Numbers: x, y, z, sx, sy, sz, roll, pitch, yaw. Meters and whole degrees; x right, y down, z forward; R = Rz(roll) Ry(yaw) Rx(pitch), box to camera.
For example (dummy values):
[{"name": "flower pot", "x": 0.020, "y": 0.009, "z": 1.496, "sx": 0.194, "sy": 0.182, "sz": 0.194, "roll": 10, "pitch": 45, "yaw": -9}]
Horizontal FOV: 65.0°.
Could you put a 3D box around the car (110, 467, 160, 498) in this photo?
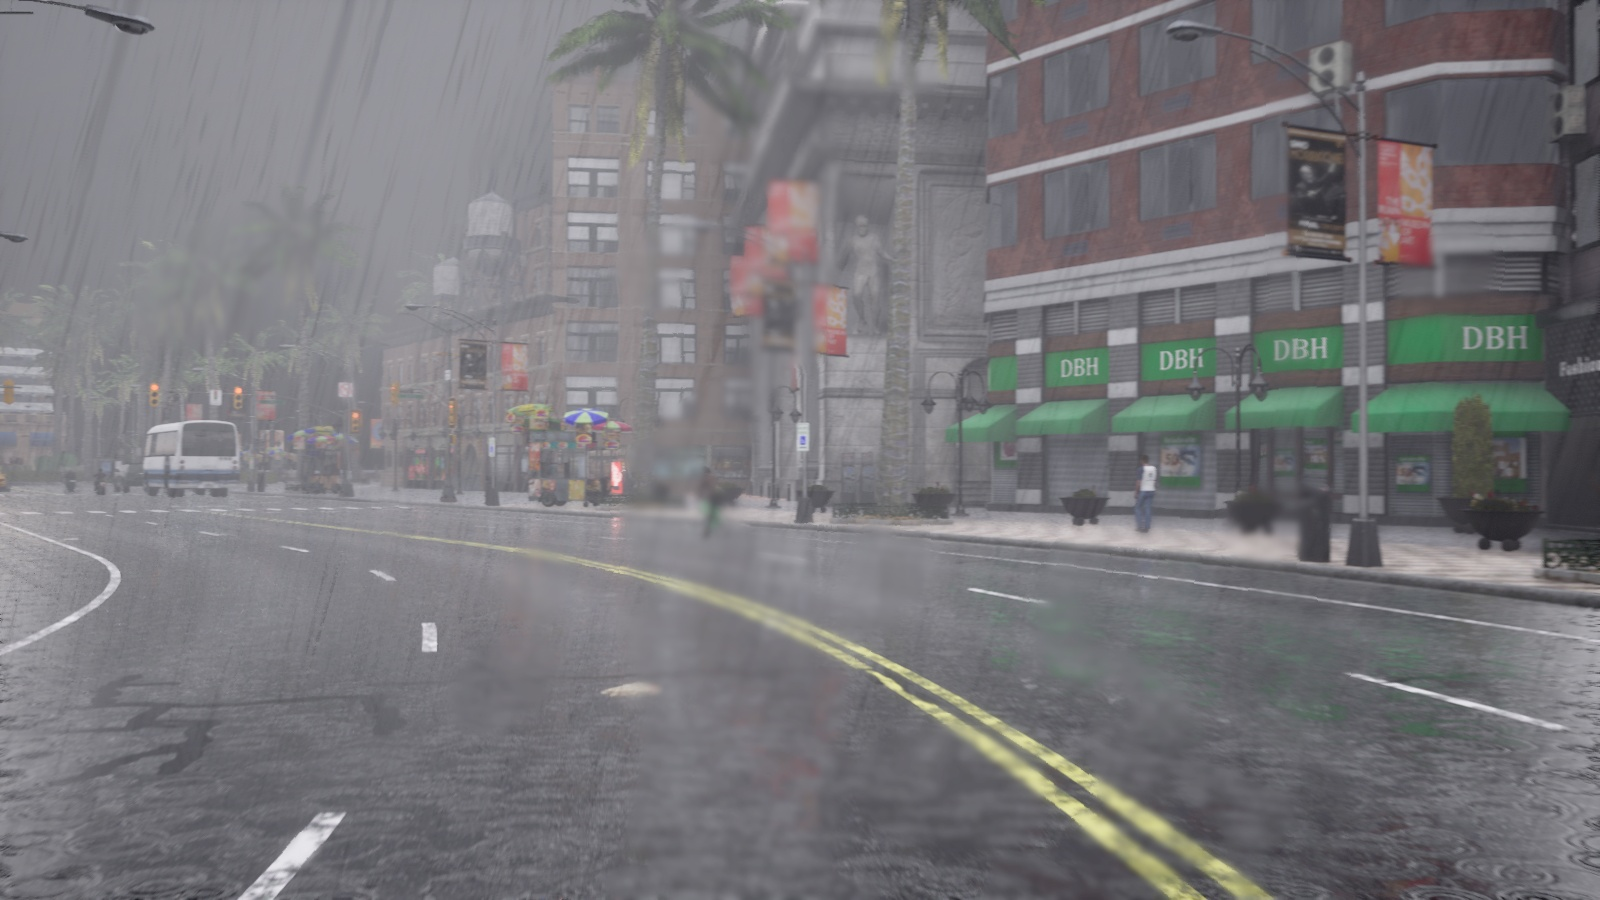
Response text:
[{"name": "car", "x": -45.305, "y": 2.202, "z": 85.469, "sx": 2.150, "sy": 2.045, "sz": 5.566, "roll": 0, "pitch": -1, "yaw": -37}]

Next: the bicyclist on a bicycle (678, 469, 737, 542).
[{"name": "bicyclist on a bicycle", "x": -2.123, "y": 1.260, "z": 28.730, "sx": 0.582, "sy": 1.620, "sz": 1.656, "roll": 0, "pitch": -1, "yaw": -34}]

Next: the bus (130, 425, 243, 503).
[{"name": "bus", "x": -35.765, "y": 0.848, "z": 72.995, "sx": 3.944, "sy": 4.253, "sz": 10.273, "roll": 0, "pitch": -1, "yaw": -37}]

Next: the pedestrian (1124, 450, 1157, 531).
[{"name": "pedestrian", "x": 7.811, "y": 0.914, "z": 28.826, "sx": 0.354, "sy": 1.836, "sz": 0.706, "roll": 0, "pitch": -1, "yaw": -22}]
